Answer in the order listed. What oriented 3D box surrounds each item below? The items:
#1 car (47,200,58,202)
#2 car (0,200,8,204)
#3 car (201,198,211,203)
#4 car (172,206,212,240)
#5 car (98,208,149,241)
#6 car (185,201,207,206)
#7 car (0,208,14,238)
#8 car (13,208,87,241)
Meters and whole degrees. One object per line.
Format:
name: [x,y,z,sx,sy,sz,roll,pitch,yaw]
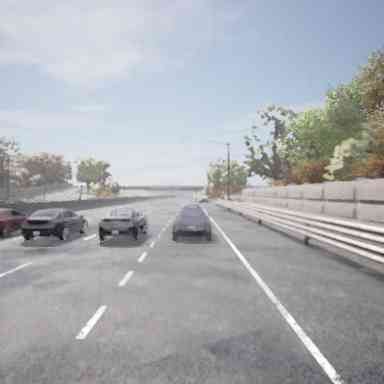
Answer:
car: [-21.046,1.889,50.101,1.994,1.385,4.181,0,0,1]
car: [-24.558,1.759,41.068,1.837,1.490,4.892,0,0,1]
car: [3.740,2.368,90.527,1.837,1.490,4.892,0,-2,17]
car: [0.000,1.663,17.774,1.994,1.385,4.181,0,0,0]
car: [-3.397,1.586,17.113,2.128,1.511,4.902,0,0,0]
car: [-0.001,1.731,28.166,1.994,1.385,4.181,0,0,0]
car: [-10.401,1.627,18.373,1.812,1.442,4.674,0,0,0]
car: [-6.899,1.600,17.173,1.837,1.490,4.892,0,0,0]
